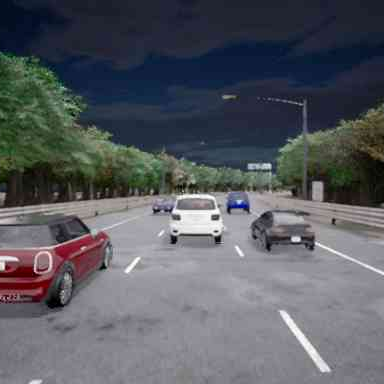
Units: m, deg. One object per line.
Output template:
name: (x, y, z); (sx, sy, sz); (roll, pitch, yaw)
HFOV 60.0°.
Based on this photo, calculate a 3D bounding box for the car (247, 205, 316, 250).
car: (3.661, 1.468, 13.862); (1.812, 1.442, 4.674); (0, 0, 1)

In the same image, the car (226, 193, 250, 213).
car: (4.651, 1.064, 34.048); (2.150, 2.045, 5.566); (0, 0, 4)

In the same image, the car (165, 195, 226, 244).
car: (0.199, 1.150, 15.648); (2.150, 2.045, 5.566); (0, 0, 1)

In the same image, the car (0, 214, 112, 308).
car: (-3.416, 1.312, 7.982); (2.097, 1.767, 4.553); (0, 0, 0)

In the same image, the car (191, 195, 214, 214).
car: (1.134, 1.191, 33.720); (2.097, 1.767, 4.553); (0, 0, 4)

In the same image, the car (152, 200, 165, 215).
car: (-2.504, 1.443, 32.074); (1.895, 1.301, 4.718); (0, 0, 4)
